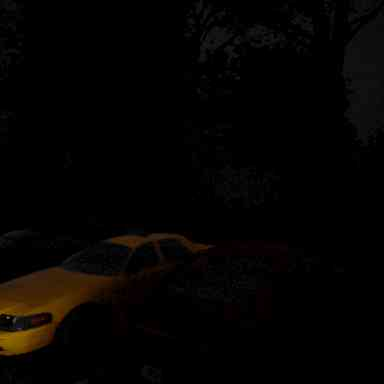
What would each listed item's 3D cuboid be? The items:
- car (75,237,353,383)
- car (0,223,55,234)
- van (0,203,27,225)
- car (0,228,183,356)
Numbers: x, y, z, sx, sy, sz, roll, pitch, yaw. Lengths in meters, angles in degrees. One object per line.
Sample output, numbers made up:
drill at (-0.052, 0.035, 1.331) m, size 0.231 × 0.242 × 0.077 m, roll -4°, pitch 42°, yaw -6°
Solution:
car at (1.063, 1.503, 5.051) m, size 2.097 × 1.535 × 5.008 m, roll -1°, pitch 0°, yaw 36°
car at (-3.468, 1.609, 8.290) m, size 2.002 × 1.452 × 4.674 m, roll -1°, pitch 0°, yaw 36°
van at (-7.936, 1.408, 11.628) m, size 1.878 × 1.987 × 4.442 m, roll -1°, pitch -1°, yaw 36°
car at (-1.309, 1.533, 6.523) m, size 1.946 × 1.575 × 5.366 m, roll -1°, pitch 0°, yaw 36°
